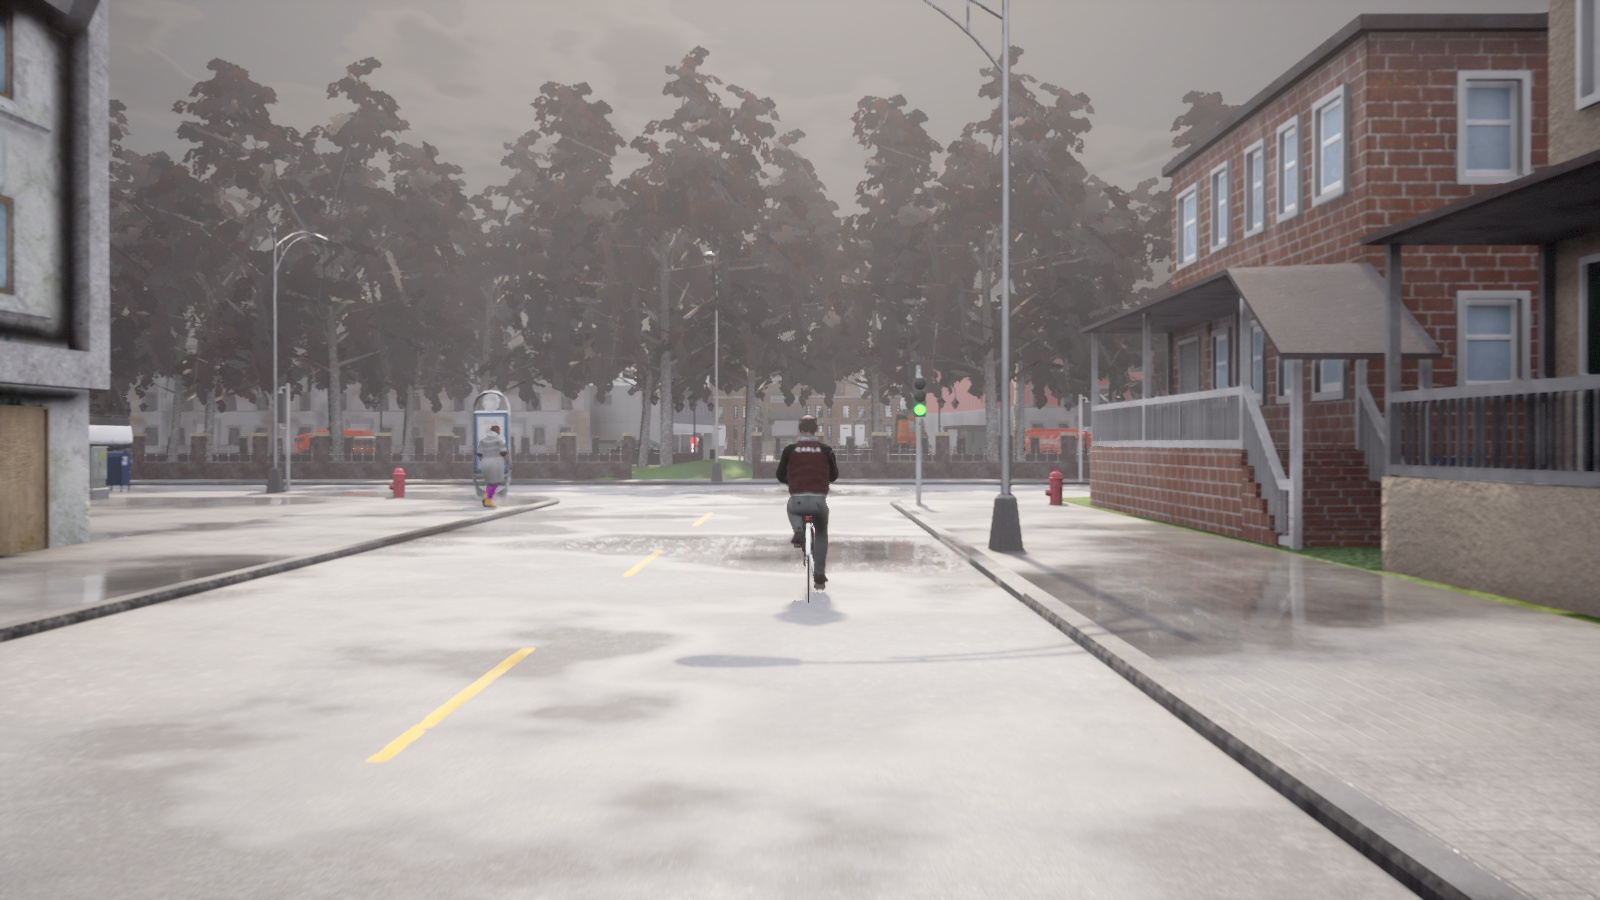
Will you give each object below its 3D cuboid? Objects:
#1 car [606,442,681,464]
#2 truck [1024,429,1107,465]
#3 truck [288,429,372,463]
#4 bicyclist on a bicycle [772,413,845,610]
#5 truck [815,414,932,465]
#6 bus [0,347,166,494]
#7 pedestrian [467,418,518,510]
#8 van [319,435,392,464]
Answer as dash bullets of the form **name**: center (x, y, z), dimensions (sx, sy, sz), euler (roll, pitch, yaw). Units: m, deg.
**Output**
- **car**: center (-10.908, 0.221, 87.671), dimensions (5.008, 1.535, 1.882), euler (0, 0, 0)
- **truck**: center (18.487, -0.225, 87.531), dimensions (5.204, 2.467, 2.627), euler (0, 0, 0)
- **truck**: center (-34.293, -0.285, 91.749), dimensions (5.204, 2.467, 2.627), euler (0, 0, 0)
- **bicyclist on a bicycle**: center (0.081, 0.548, 12.285), dimensions (0.659, 1.776, 1.843), euler (0, 1, 0)
- **truck**: center (5.059, -0.725, 87.590), dimensions (7.936, 3.462, 2.891), euler (0, 0, 0)
- **bus**: center (-25.541, -0.867, 38.445), dimensions (10.273, 4.253, 3.944), euler (0, 0, 1)
- **pedestrian**: center (-6.631, 0.298, 27.093), dimensions (0.659, 1.952, 0.873), euler (0, 0, 28)
- **van**: center (-31.046, -0.020, 87.740), dimensions (4.442, 1.987, 1.775), euler (0, 0, 0)
